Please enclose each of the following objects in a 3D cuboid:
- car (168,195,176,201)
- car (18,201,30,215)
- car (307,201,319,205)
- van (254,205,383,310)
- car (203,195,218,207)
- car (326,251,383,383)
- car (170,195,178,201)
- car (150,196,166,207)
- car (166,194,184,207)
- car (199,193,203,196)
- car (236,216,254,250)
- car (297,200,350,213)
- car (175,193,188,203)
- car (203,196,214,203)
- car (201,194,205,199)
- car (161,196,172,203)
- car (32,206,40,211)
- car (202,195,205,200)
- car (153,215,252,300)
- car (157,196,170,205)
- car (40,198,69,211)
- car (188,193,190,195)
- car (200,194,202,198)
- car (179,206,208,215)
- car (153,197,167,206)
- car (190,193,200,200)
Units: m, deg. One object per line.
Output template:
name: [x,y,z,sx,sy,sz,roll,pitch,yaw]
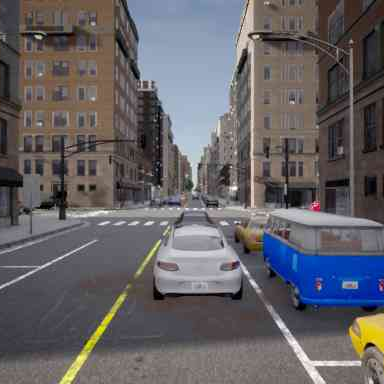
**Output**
car: [-4.957,1.527,83.955,1.752,1.417,4.829,1,0,1]
car: [-17.232,1.363,29.164,4.674,1.442,1.812,0,-1,2]
car: [15.621,1.357,35.582,5.566,2.045,2.150,0,-1,0]
van: [2.691,1.342,7.496,1.690,1.788,3.998,1,0,0]
car: [3.084,1.571,50.832,1.947,1.339,4.313,1,0,1]
car: [2.679,1.526,1.992,1.752,1.417,4.829,1,0,0]
car: [-4.875,1.566,89.654,1.947,1.339,4.313,1,0,1]
car: [-5.441,1.588,50.953,1.802,1.307,4.206,1,0,1]
car: [-2.661,1.484,52.273,1.882,1.535,5.008,0,1,1]
car: [3.650,1.550,89.543,2.008,1.369,4.403,1,0,1]
car: [2.700,1.528,13.339,1.752,1.417,4.829,1,0,0]
car: [15.272,1.713,38.830,5.357,1.411,2.033,0,-1,0]
car: [-2.321,1.482,69.319,1.882,1.535,5.008,0,0,1]
car: [3.327,1.548,67.422,1.887,1.381,4.507,1,0,1]
car: [3.246,1.555,61.892,2.008,1.369,4.403,1,0,1]
car: [-5.198,1.549,67.539,1.887,1.381,4.507,1,0,1]
car: [-17.899,1.370,32.412,4.892,1.490,1.837,0,-1,0]
car: [3.165,1.549,56.362,1.887,1.381,4.507,1,0,1]
car: [0.092,1.527,8.311,1.812,1.442,4.674,0,0,-1]
car: [-5.279,1.556,62.010,2.008,1.369,4.403,1,0,1]
car: [-17.058,1.414,39.033,5.008,1.535,1.882,0,0,1]
car: [-2.142,1.356,81.565,2.097,1.767,4.553,0,0,1]
car: [3.488,1.568,78.483,1.947,1.339,4.313,1,0,1]
car: [0.120,1.567,15.682,1.994,1.385,4.181,0,0,0]
car: [-5.360,1.572,56.481,1.947,1.339,4.313,1,0,1]
car: [1.008,1.523,91.881,1.812,1.442,4.674,0,0,1]
